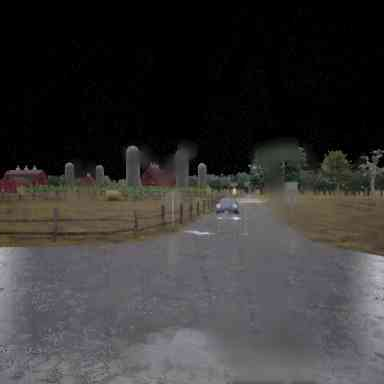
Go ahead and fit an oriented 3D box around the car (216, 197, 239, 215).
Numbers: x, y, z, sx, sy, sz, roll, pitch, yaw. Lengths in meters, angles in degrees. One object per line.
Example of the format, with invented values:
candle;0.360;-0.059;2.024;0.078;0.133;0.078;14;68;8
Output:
car;3.589;1.312;33.133;2.097;1.767;4.553;0;0;10
